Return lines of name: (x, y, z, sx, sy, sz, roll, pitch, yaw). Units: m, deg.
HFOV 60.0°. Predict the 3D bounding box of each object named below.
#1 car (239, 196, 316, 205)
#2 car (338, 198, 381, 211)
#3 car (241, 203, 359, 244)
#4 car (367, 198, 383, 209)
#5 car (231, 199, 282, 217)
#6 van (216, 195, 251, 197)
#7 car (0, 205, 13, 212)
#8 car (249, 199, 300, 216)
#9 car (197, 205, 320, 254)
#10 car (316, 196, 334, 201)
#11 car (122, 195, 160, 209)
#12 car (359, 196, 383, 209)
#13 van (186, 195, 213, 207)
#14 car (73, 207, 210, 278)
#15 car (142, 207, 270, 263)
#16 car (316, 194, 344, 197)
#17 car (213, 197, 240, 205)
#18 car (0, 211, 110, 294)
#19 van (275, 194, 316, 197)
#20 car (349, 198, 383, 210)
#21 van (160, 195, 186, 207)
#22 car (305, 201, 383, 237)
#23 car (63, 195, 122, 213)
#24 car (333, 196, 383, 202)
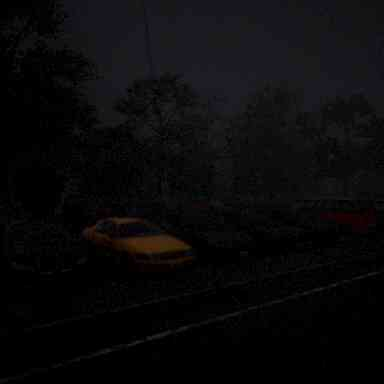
car: (5.628, 1.341, 21.631, 4.553, 1.767, 2.097, 0, 0, -35)
car: (22.055, 1.614, 43.911, 2.002, 1.452, 4.674, 0, 0, -35)
car: (4.762, 1.508, 15.532, 2.163, 1.488, 4.792, 0, 0, -35)
car: (28.729, 1.629, 48.653, 2.097, 1.535, 5.008, 0, 0, -35)
car: (6.240, 1.493, 32.704, 2.163, 1.488, 4.792, 0, 0, -35)
van: (4.077, 1.237, 30.997, 1.878, 1.987, 4.442, 0, 0, -36)
car: (-11.798, 1.499, 19.834, 2.097, 1.535, 5.008, 0, 0, -35)
car: (8.392, 1.500, 34.233, 2.163, 1.488, 4.792, 0, 0, -35)
car: (2.500, 1.513, 13.923, 2.163, 1.488, 4.792, 0, 0, -35)
car: (13.041, 1.529, 37.470, 2.163, 1.488, 4.792, 0, 0, -35)
car: (-5.012, 1.231, 24.632, 2.435, 2.045, 5.566, 0, 0, -35)
car: (26.450, 1.485, 47.078, 2.185, 1.767, 4.553, 0, 0, -35)
van: (-0.581, 1.245, 27.961, 1.878, 1.987, 4.442, 0, 0, -35)
car: (-1.935, 1.492, 10.578, 1.946, 1.575, 5.366, 0, 0, -35)
car: (0.237, 1.519, 12.314, 2.163, 1.488, 4.792, 0, 0, -35)
car: (15.267, 1.267, 39.122, 2.435, 2.045, 5.566, 0, 0, -35)
car: (1.741, 1.466, 29.475, 2.097, 1.535, 5.008, 0, 0, -35)
car: (-4.308, 1.501, 9.125, 2.231, 1.521, 4.892, 0, 0, -35)
van: (10.600, 1.257, 35.912, 1.878, 1.987, 4.442, 0, 0, -35)
car: (24.328, 1.622, 45.494, 2.163, 1.488, 4.792, 0, 0, -35)
van: (-2.703, 1.251, 26.165, 1.878, 1.987, 4.442, 0, 0, -35)
car: (9.253, 1.497, 18.797, 2.163, 1.488, 4.792, 0, 0, -35)
car: (-7.270, 1.236, 23.027, 2.435, 2.045, 5.566, 0, 0, -35)
car: (11.512, 1.339, 20.406, 2.185, 1.767, 4.553, 0, 0, -35)
